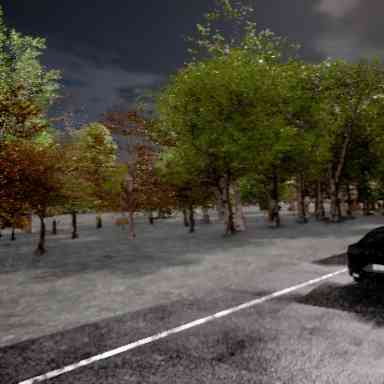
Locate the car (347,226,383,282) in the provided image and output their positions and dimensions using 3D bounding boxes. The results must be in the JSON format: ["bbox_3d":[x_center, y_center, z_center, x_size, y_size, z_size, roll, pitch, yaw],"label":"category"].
[{"bbox_3d":[6.325,1.690,9.714,5.008,1.535,1.882,1,-3,-42],"label":"car"}]
